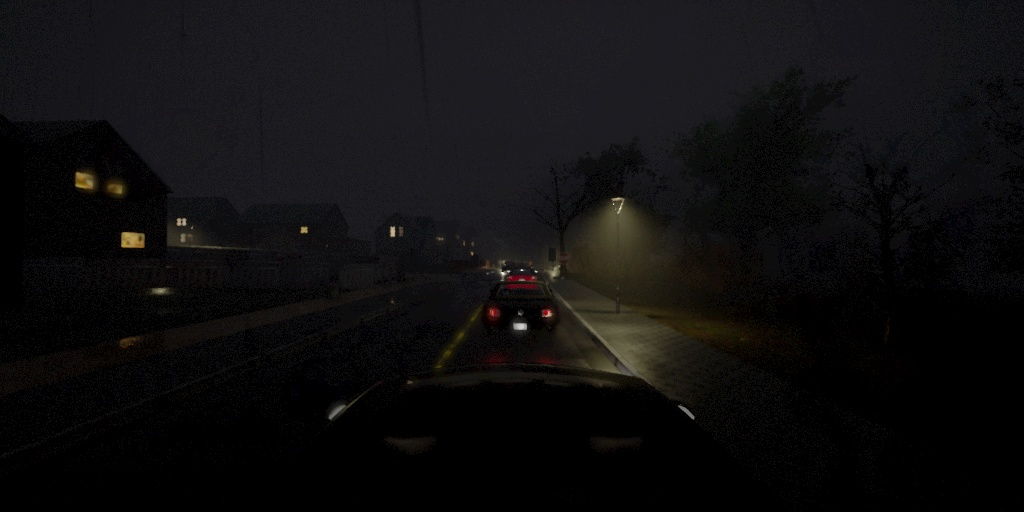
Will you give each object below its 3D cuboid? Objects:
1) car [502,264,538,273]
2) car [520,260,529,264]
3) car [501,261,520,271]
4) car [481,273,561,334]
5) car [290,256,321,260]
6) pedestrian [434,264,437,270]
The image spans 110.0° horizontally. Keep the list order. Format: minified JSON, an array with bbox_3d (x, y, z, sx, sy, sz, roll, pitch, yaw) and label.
[{"bbox_3d":[0.649,1.371,22.347,1.994,1.385,4.181,0,0,3],"label":"car"},{"bbox_3d":[1.301,1.630,63.524,1.994,1.385,4.181,0,-1,8],"label":"car"},{"bbox_3d":[-0.320,1.468,49.470,1.812,1.442,4.674,0,0,6],"label":"car"},{"bbox_3d":[0.256,1.369,10.616,1.895,1.301,4.718,0,0,1],"label":"car"},{"bbox_3d":[-19.603,0.452,33.768,4.674,1.442,1.812,3,0,3],"label":"car"},{"bbox_3d":[-8.354,0.646,39.131,0.375,1.860,0.375,0,-3,3],"label":"pedestrian"}]
